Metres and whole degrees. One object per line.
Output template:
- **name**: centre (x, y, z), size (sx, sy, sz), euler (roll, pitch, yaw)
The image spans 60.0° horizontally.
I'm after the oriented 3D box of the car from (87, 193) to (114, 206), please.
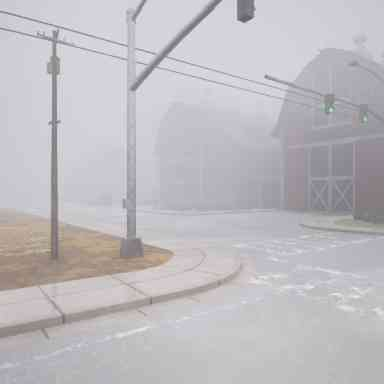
- **car**: centre (-13.846, 1.118, 50.577), size (3.866, 1.878, 1.905), euler (-2, 5, 11)
